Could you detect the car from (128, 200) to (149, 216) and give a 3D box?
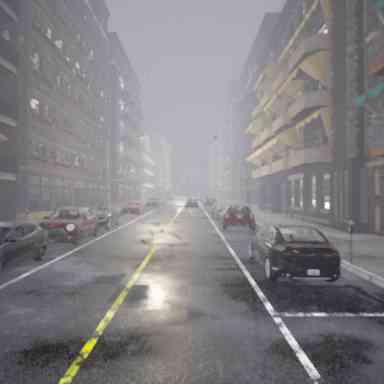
[{"bbox_3d":[-5.673,1.526,32.251,1.887,1.381,4.507,1,0,0],"label":"car"}]

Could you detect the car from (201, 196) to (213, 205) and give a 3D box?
[{"bbox_3d":[2.713,1.518,60.516,2.008,1.369,4.403,1,0,0],"label":"car"}]

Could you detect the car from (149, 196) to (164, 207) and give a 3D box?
[{"bbox_3d":[-5.669,1.517,49.236,1.887,1.381,4.507,1,0,0],"label":"car"}]

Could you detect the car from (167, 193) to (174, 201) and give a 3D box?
[{"bbox_3d":[-5.659,1.277,83.205,2.192,1.841,5.009,1,0,0],"label":"car"}]

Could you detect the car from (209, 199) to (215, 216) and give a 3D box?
[{"bbox_3d":[2.707,1.534,26.546,2.008,1.369,4.403,1,0,0],"label":"car"}]

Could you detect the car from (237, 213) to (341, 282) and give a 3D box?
[{"bbox_3d":[2.703,1.544,9.561,2.008,1.369,4.403,1,0,0],"label":"car"}]

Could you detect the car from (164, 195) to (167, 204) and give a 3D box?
[{"bbox_3d":[-5.668,1.495,54.727,1.752,1.417,4.829,1,0,0],"label":"car"}]

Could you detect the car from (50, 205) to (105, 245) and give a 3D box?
[{"bbox_3d":[-5.674,1.430,15.265,1.967,1.590,4.097,1,0,0],"label":"car"}]

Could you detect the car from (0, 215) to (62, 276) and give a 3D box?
[{"bbox_3d":[-5.677,1.559,9.603,1.947,1.339,4.313,1,0,0],"label":"car"}]

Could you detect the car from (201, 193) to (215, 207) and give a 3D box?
[{"bbox_3d":[2.713,1.412,49.194,1.967,1.590,4.097,1,0,0],"label":"car"}]

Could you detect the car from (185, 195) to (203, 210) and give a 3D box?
[{"bbox_3d":[0.008,1.523,42.812,2.033,1.411,5.357,0,0,0],"label":"car"}]

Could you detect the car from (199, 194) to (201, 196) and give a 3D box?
[{"bbox_3d":[0.012,1.462,53.668,2.128,1.511,4.902,0,0,0],"label":"car"}]

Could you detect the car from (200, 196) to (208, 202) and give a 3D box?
[{"bbox_3d":[2.715,1.545,77.501,1.802,1.307,4.206,1,0,0],"label":"car"}]

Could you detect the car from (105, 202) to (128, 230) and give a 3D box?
[{"bbox_3d":[-5.675,1.537,20.926,2.008,1.369,4.403,1,0,0],"label":"car"}]

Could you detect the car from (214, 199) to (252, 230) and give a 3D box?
[{"bbox_3d":[2.707,1.426,20.884,1.967,1.590,4.097,1,0,0],"label":"car"}]

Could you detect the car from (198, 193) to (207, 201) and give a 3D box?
[{"bbox_3d":[2.722,1.276,88.824,2.192,1.841,5.009,1,0,0],"label":"car"}]

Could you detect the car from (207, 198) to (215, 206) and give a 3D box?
[{"bbox_3d":[2.707,1.563,32.208,1.802,1.307,4.206,1,0,0],"label":"car"}]

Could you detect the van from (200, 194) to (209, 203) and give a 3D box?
[{"bbox_3d":[2.718,1.305,71.840,1.690,1.788,3.998,1,0,0],"label":"van"}]

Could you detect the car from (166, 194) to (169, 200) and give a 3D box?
[{"bbox_3d":[-5.667,1.492,60.388,1.752,1.417,4.829,1,0,0],"label":"car"}]
